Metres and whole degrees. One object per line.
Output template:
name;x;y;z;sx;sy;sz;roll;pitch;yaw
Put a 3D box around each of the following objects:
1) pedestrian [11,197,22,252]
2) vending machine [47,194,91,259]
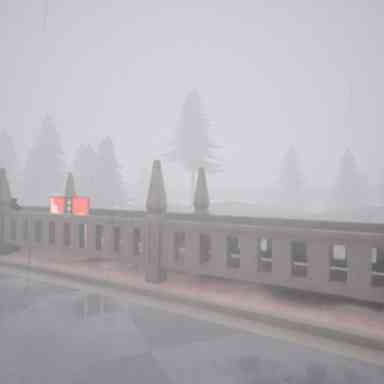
pedestrian;-6.046;1.080;11.294;0.375;1.860;0.375;1;1;29
vending machine;-4.284;1.139;11.638;0.880;2.100;1.100;1;0;30
